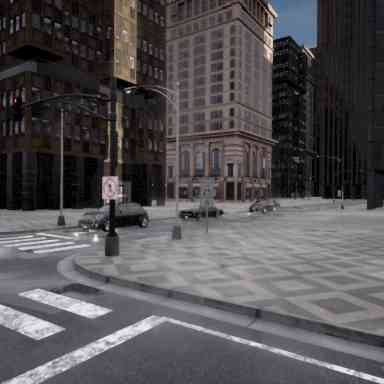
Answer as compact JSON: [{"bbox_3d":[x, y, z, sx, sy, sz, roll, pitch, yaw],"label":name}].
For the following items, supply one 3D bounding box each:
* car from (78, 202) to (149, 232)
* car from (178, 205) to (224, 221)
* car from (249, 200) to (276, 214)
[{"bbox_3d":[-4.831,1.431,20.906,2.097,1.767,4.553,1,0,35],"label":"car"},{"bbox_3d":[0.822,1.741,28.919,1.895,1.301,4.718,1,0,35],"label":"car"},{"bbox_3d":[8.446,1.717,39.691,1.837,1.490,4.892,1,1,35],"label":"car"}]
